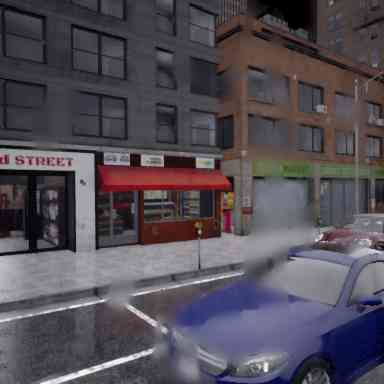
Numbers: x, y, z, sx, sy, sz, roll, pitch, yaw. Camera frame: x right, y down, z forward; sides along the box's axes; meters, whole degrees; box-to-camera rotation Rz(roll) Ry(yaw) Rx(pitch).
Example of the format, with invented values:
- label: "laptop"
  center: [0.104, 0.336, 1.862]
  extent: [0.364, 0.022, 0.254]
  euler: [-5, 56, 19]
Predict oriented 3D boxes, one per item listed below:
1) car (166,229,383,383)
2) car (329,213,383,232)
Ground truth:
- label: "car"
  center: [1.868, 1.525, 4.714]
  extent: [4.674, 1.442, 1.812]
  euler: [0, 0, -36]
- label: "car"
  center: [5.728, 1.439, 10.757]
  extent: [4.097, 1.590, 1.967]
  euler: [0, -1, -36]
